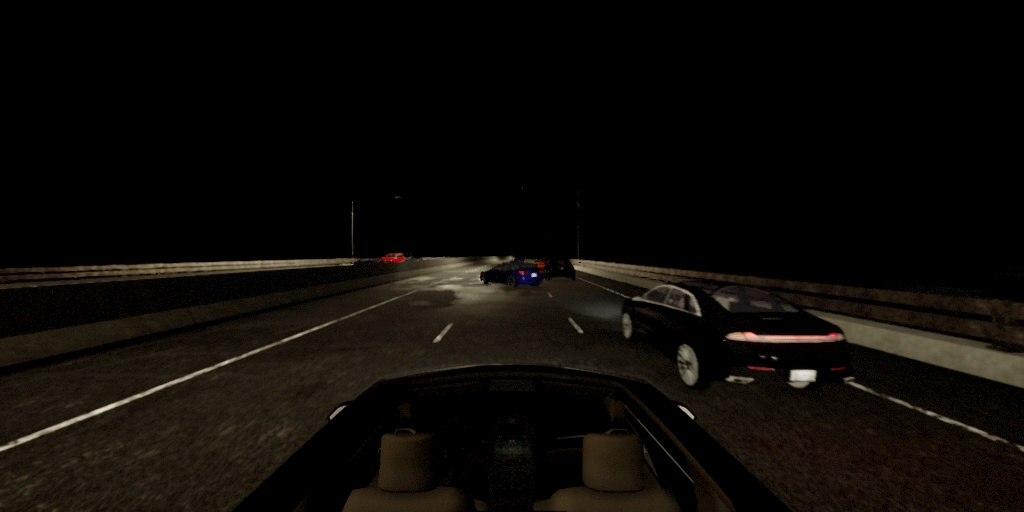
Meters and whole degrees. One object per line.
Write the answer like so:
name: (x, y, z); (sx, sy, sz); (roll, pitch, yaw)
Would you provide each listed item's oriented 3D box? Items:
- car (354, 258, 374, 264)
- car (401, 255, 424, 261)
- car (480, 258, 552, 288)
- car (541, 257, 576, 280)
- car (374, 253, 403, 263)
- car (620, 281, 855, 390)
car: (-20.346, 1.004, 50.057); (1.994, 1.385, 4.181); (0, 0, 2)
car: (-13.353, 0.923, 49.989); (1.882, 1.535, 5.008); (0, 0, 2)
car: (-0.106, 1.108, 22.264); (2.163, 1.488, 4.792); (0, 1, -36)
car: (3.720, 0.920, 28.546); (2.097, 1.767, 4.553); (0, 0, 1)
car: (-16.835, 0.659, 50.548); (2.150, 2.045, 5.566); (0, 0, 2)
car: (3.506, 1.209, 6.733); (2.128, 1.511, 4.902); (0, 0, 0)
